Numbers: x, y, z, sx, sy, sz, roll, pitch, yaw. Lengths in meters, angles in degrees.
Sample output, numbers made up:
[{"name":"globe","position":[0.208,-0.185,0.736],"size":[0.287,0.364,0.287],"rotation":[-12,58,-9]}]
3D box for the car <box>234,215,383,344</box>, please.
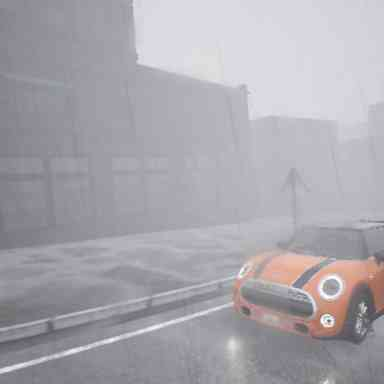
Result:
[{"name":"car","position":[2.892,1.399,6.685],"size":[4.553,1.767,2.097],"rotation":[0,-1,-42]}]
